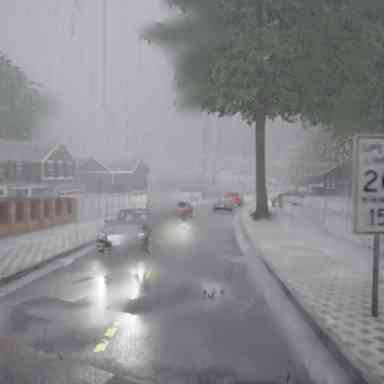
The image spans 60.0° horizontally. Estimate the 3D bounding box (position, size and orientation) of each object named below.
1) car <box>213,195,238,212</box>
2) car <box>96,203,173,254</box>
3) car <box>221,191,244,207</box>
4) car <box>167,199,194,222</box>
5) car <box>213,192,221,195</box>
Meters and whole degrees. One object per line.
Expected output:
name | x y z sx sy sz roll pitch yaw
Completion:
car | 3.436 1.356 35.452 1.994 1.385 4.181 1 1 12
car | -2.238 1.399 13.175 2.128 1.511 4.902 0 0 4
car | 5.934 0.931 46.713 2.150 2.045 5.566 1 1 15
car | -1.059 1.316 24.785 1.882 1.535 5.008 0 1 8
car | 4.428 0.742 52.008 1.837 1.490 4.892 1 1 15
